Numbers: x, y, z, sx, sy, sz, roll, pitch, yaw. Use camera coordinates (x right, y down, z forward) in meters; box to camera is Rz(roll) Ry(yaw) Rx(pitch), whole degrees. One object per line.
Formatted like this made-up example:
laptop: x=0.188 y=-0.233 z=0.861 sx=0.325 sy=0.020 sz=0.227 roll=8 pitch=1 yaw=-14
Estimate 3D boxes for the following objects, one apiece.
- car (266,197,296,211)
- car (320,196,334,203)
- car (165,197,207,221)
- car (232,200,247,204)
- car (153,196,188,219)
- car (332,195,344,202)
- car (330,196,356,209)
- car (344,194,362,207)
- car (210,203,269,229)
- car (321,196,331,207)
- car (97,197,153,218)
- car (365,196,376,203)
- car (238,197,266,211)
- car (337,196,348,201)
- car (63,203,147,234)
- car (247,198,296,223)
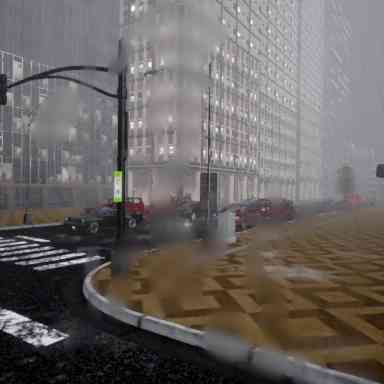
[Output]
car: x=11.719 y=1.525 z=43.502 sx=2.128 sy=1.511 sz=4.902 roll=1 pitch=1 yaw=36
car: x=29.867 y=1.617 z=73.524 sx=1.802 sy=1.307 sz=4.206 roll=1 pitch=1 yaw=35
car: x=0.310 y=1.485 z=27.447 sx=1.882 sy=1.535 sz=5.008 roll=1 pitch=1 yaw=35
car: x=3.983 y=1.618 z=27.536 sx=1.994 sy=1.385 sz=4.181 roll=1 pitch=1 yaw=35
car: x=-1.810 y=1.283 z=28.941 sx=2.192 sy=1.841 sz=5.009 roll=1 pitch=0 yaw=35
car: x=36.175 y=1.571 z=82.444 sx=1.752 sy=1.417 sz=4.829 roll=1 pitch=1 yaw=35
car: x=21.394 y=1.656 z=47.096 sx=1.812 sy=1.442 sz=4.674 roll=1 pitch=1 yaw=35
car: x=25.422 y=1.366 z=52.858 sx=2.150 sy=2.045 sz=5.566 roll=1 pitch=1 yaw=35
car: x=3.256 y=1.668 z=22.015 sx=1.802 sy=1.307 sz=4.206 roll=1 pitch=0 yaw=35
car: x=21.932 y=1.657 z=52.920 sx=1.994 sy=1.385 sz=4.181 roll=1 pitch=1 yaw=35
car: x=-5.465 y=1.275 z=23.772 sx=2.192 sy=1.841 sz=5.009 roll=1 pitch=0 yaw=35
car: x=39.505 y=1.598 z=73.504 sx=1.967 sy=1.590 sz=4.097 roll=1 pitch=1 yaw=35
car: x=7.692 y=1.431 z=42.270 sx=1.967 sy=1.590 sz=4.097 roll=1 pitch=0 yaw=35
car: x=39.460 y=1.624 z=87.091 sx=1.947 sy=1.339 sz=4.313 roll=1 pitch=1 yaw=35
car: x=-5.132 y=1.595 z=19.724 sx=1.895 sy=1.301 sz=4.718 roll=1 pitch=1 yaw=35
car: x=6.745 y=1.409 z=26.944 sx=2.192 sy=1.841 sz=5.009 roll=1 pitch=0 yaw=35
